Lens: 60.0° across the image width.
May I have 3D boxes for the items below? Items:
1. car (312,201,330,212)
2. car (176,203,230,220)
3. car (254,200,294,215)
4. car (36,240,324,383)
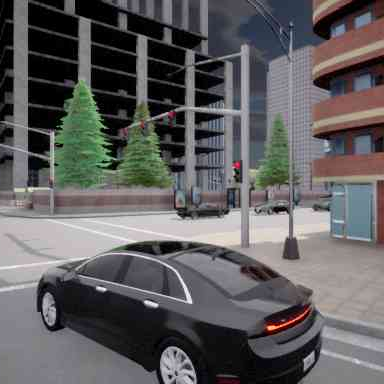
[{"bbox_3d":[16.663,1.407,40.295,4.553,1.767,2.097,0,0,-35],"label":"car"},{"bbox_3d":[0.973,1.656,29.125,4.718,1.301,1.895,0,0,-36],"label":"car"},{"bbox_3d":[8.566,1.547,34.543,4.902,1.511,2.128,0,0,-35],"label":"car"},{"bbox_3d":[-0.602,1.505,5.065,4.892,1.490,1.837,0,0,41],"label":"car"}]
